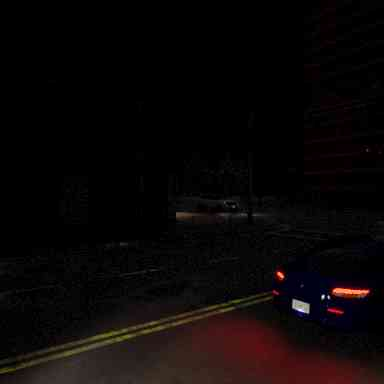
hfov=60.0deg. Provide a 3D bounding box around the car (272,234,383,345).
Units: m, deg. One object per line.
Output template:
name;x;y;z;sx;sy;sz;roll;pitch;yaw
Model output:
car;3.489;1.526;6.257;4.674;1.442;1.812;0;0;-35

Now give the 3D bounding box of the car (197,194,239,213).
car;2.817;1.221;37.393;2.150;2.045;5.566;0;0;-35
